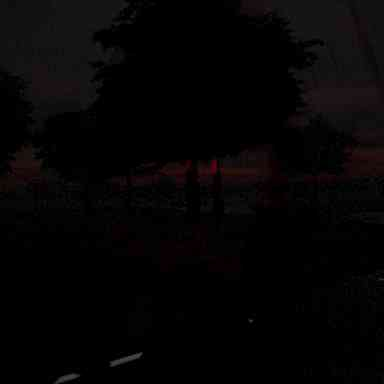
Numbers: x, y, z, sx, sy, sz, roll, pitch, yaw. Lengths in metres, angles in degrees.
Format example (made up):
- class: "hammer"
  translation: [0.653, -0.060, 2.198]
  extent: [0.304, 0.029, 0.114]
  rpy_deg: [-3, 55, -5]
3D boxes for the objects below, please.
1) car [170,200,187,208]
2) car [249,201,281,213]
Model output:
- class: "car"
  translation: [-2.482, 2.213, 63.330]
  extent: [1.882, 1.535, 5.008]
  rpy_deg: [-2, 0, -28]
- class: "car"
  translation: [9.228, 1.898, 42.702]
  extent: [1.812, 1.442, 4.674]
  rpy_deg: [-3, 1, -31]
